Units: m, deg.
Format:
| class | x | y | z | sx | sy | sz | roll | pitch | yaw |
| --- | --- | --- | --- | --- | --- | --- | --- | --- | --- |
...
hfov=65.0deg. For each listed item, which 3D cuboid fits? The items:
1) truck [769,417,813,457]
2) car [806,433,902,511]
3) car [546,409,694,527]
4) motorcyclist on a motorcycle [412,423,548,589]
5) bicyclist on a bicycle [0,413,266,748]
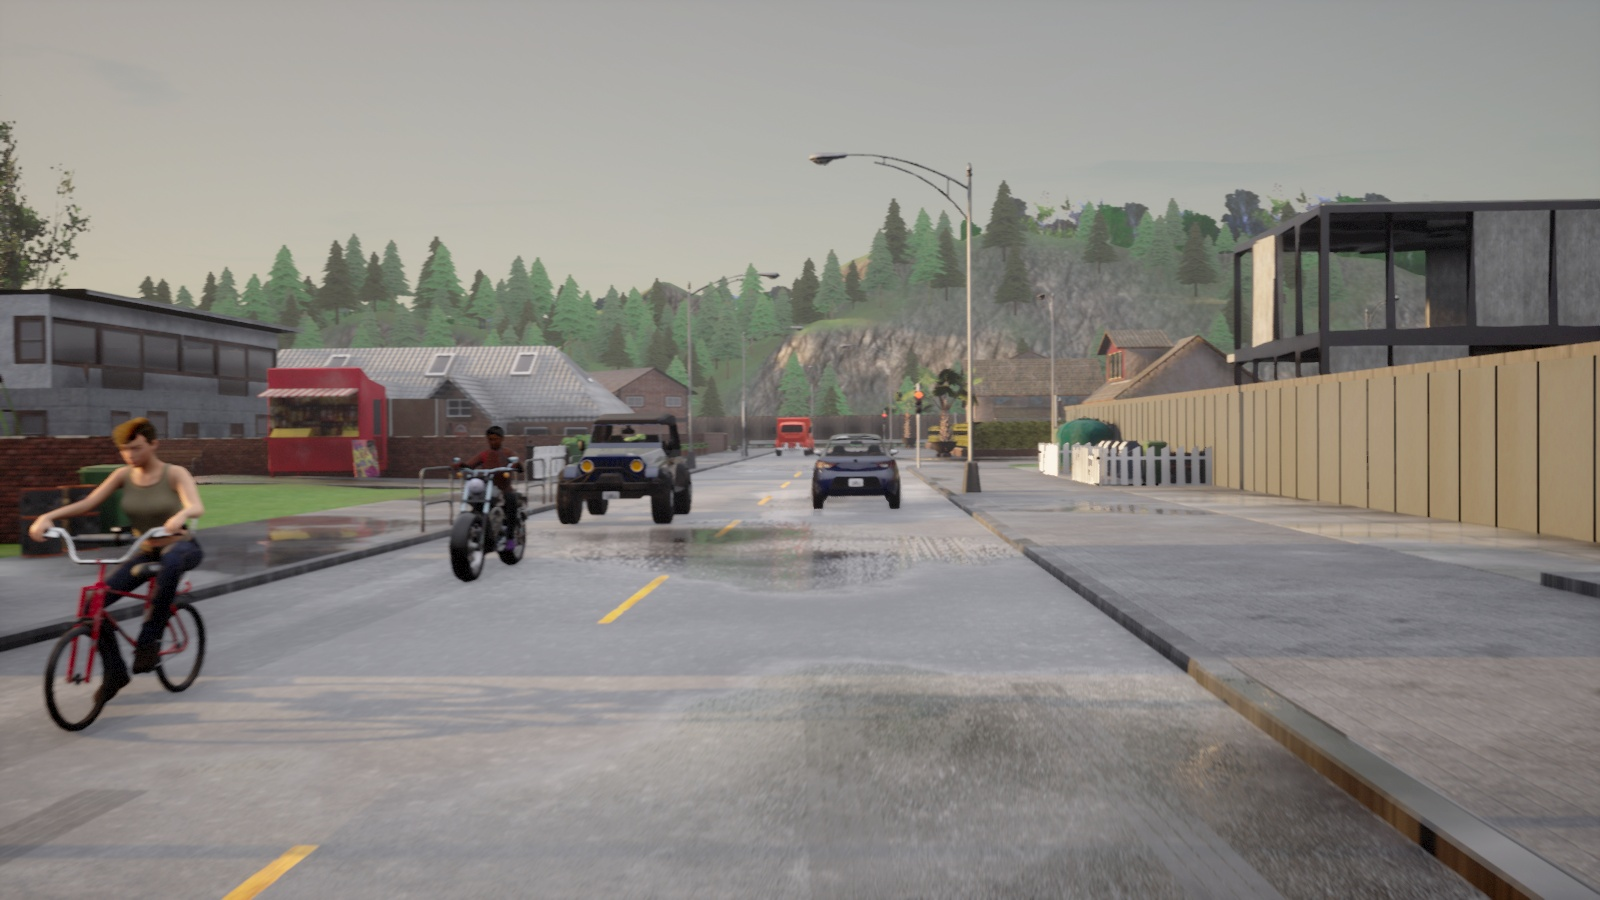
| class | x | y | z | sx | sy | sz | roll | pitch | yaw |
| --- | --- | --- | --- | --- | --- | --- | --- | --- | --- |
| truck | -0.551 | -0.859 | 81.926 | 2.627 | 2.467 | 5.204 | 0 | 1 | 2 |
| car | 1.116 | 0.398 | 26.081 | 1.816 | 1.474 | 4.193 | 0 | 1 | 2 |
| car | -3.056 | 0.266 | 22.115 | 1.905 | 1.878 | 3.866 | 0 | 1 | 2 |
| motorcyclist on a motorcycle | -3.410 | 0.540 | 13.636 | 0.766 | 1.649 | 2.350 | 0 | 1 | 2 |
| bicyclist on a bicycle | -3.687 | 0.622 | 6.812 | 0.866 | 1.612 | 1.509 | 0 | 1 | 3 |
